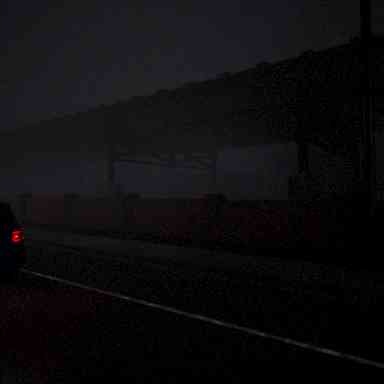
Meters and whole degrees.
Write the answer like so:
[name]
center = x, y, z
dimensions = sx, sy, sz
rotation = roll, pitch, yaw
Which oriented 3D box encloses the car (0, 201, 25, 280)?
[car]
center = -6.617, 1.208, 8.713
dimensions = 5.566, 2.045, 2.150
rotation = 0, 0, 36
